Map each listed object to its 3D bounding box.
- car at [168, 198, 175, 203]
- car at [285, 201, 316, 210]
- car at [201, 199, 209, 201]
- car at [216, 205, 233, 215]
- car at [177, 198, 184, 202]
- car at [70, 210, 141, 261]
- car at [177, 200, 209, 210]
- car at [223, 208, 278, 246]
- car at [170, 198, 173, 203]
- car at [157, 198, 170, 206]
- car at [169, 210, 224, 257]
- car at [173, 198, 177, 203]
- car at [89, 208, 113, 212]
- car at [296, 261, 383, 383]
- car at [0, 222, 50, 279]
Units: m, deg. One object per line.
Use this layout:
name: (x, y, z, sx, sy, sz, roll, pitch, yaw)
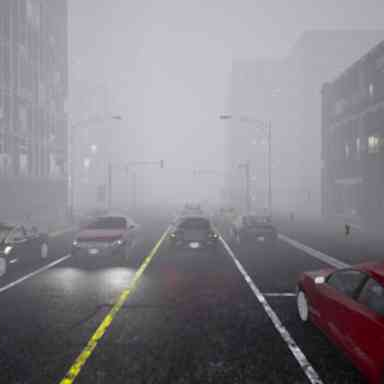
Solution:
car: (-5.766, 2.298, 93.144, 1.802, 1.307, 4.206, -1, 0, 0)
car: (16.280, 2.014, 50.067, 4.403, 1.369, 2.008, 0, 0, 1)
car: (2.629, 2.091, 70.533, 2.008, 1.369, 4.403, -1, 0, 0)
car: (2.789, 1.732, 27.095, 1.752, 1.417, 4.829, -1, 0, 0)
car: (-3.061, 2.218, 88.237, 2.033, 1.411, 5.357, 0, 0, 0)
car: (-3.094, 1.623, 12.784, 1.812, 1.442, 4.674, 0, 0, 0)
car: (0.072, 1.705, 28.113, 2.128, 1.511, 4.902, 0, 0, 0)
car: (2.797, 1.670, 15.637, 2.008, 1.369, 4.403, -1, 0, 0)
car: (-5.751, 2.106, 70.527, 1.947, 1.339, 4.313, -1, 0, 0)
car: (-5.747, 2.020, 64.703, 1.752, 1.417, 4.829, -1, 0, 0)
car: (0.083, 1.628, 13.286, 1.812, 1.442, 4.674, 0, -1, 0)
car: (-5.762, 2.217, 87.490, 1.887, 1.381, 4.507, -1, 0, 0)
car: (-5.846, 1.707, 21.333, 1.887, 1.381, 4.507, -1, 0, 0)
car: (2.744, 1.579, 4.349, 1.887, 1.381, 4.507, -1, 0, 0)
car: (-5.812, 1.628, 10.043, 2.008, 1.369, 4.403, -1, 0, 0)
